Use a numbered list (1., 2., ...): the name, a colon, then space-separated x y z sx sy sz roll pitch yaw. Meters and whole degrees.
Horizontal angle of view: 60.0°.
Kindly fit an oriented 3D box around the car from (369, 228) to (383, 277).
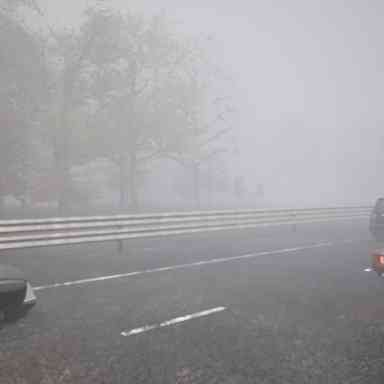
1. car: 6.598 1.594 8.339 4.718 1.301 1.895 0 0 -35

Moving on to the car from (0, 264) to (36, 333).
1. car: -4.813 1.598 4.596 4.718 1.301 1.895 0 0 -36

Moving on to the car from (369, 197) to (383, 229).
1. car: 10.330 1.211 15.139 5.566 2.045 2.150 0 0 -34
